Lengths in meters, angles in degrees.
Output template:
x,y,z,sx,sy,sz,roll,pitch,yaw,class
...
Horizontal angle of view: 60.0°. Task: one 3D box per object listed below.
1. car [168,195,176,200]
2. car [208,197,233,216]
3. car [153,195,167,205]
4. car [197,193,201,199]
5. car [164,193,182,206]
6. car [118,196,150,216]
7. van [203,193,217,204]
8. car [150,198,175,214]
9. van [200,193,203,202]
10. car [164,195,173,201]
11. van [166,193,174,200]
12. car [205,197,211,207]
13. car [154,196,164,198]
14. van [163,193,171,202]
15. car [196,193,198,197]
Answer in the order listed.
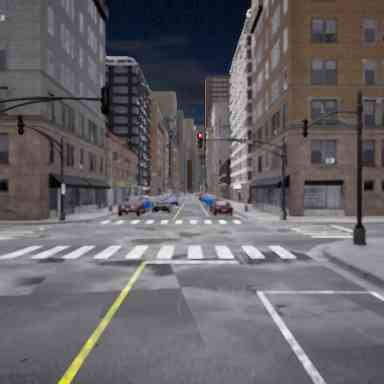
x,y,z,sx,sy,sz,roll,pitch,yaw,class
-5.657,1.455,92.303,1.947,1.339,4.313,0,0,0,car
2.860,1.502,31.786,1.887,1.381,4.507,0,0,0,car
-5.662,1.366,59.295,1.967,1.590,4.097,0,0,0,car
2.867,1.482,81.298,1.802,1.307,4.206,0,0,0,car
-3.055,1.412,51.641,1.882,1.535,5.008,0,0,0,car
-5.666,1.273,31.788,2.192,1.841,5.009,0,0,0,car
2.862,1.279,48.290,1.690,1.788,3.998,0,0,0,van
-3.090,1.555,34.779,1.895,1.301,4.718,0,0,0,car
2.863,1.266,59.293,1.690,1.788,3.998,0,0,0,van
-5.659,1.451,81.300,2.008,1.369,4.403,0,0,0,car
-5.659,1.236,86.801,1.690,1.788,3.998,0,0,0,van
2.861,1.517,37.288,1.947,1.339,4.313,0,0,0,car
-5.663,1.379,48.292,1.967,1.590,4.097,0,0,0,car
-5.660,1.247,75.799,1.690,1.788,3.998,0,0,0,van
2.867,1.209,86.800,2.192,1.841,5.009,0,0,0,car
